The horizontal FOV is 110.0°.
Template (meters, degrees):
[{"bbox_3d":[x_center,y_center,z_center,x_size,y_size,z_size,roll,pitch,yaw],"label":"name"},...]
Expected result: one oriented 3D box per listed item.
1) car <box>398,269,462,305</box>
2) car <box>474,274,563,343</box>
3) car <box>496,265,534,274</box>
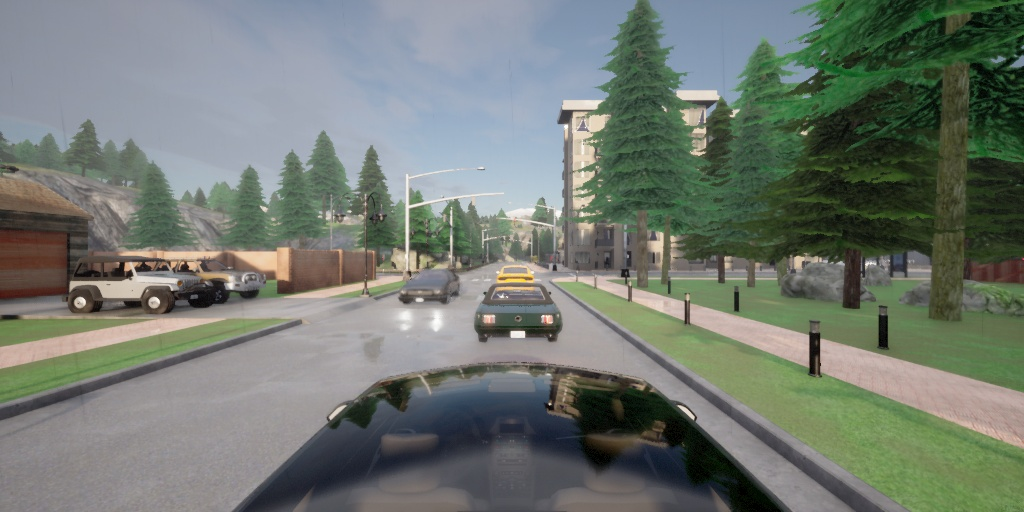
[{"bbox_3d":[-3.493,1.297,16.348,2.033,1.411,5.357,0,0,1],"label":"car"},{"bbox_3d":[0.145,1.351,9.700,1.895,1.301,4.718,0,0,0],"label":"car"},{"bbox_3d":[0.174,1.228,19.040,1.882,1.535,5.008,0,0,0],"label":"car"}]
